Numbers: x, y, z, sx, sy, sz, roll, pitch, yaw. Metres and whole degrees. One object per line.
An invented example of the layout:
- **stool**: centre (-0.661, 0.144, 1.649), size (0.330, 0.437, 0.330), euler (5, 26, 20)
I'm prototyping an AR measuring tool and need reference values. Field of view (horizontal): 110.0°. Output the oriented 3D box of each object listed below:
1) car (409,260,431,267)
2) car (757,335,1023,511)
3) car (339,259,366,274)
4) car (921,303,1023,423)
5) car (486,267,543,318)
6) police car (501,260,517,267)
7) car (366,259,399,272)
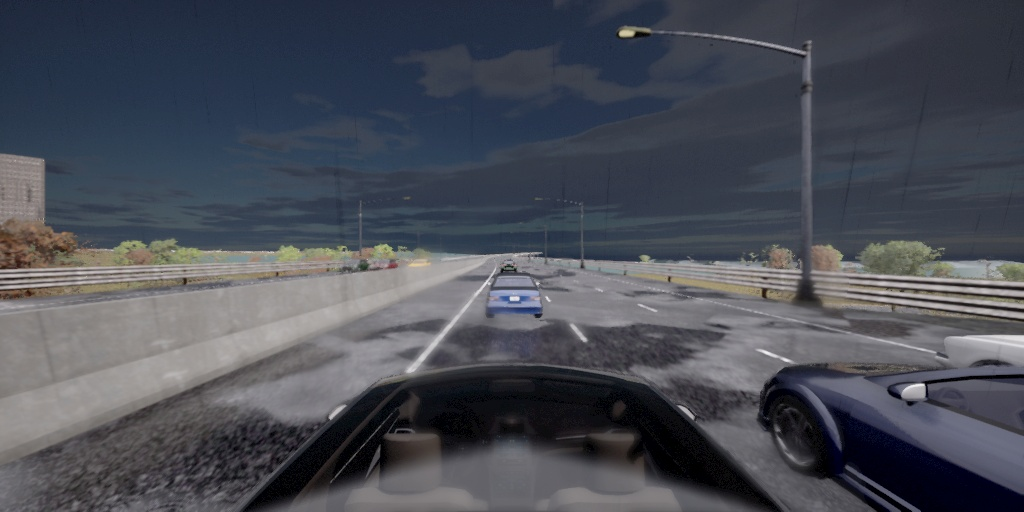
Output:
- **car**: centre (-11.086, 1.223, 43.469), size (1.882, 1.535, 5.008), euler (0, 0, -1)
- **car**: centre (3.592, 1.313, 2.078), size (1.994, 1.385, 4.181), euler (0, 0, 0)
- **car**: centre (-18.038, 1.100, 41.291), size (2.097, 1.767, 4.553), euler (0, 0, -1)
- **car**: centre (7.095, 1.349, 3.026), size (1.895, 1.301, 4.718), euler (0, 0, 0)
- **car**: centre (0.059, 1.297, 13.022), size (2.033, 1.411, 5.357), euler (0, 0, 0)
- **police car**: centre (-0.404, 1.246, 43.658), size (2.038, 1.542, 4.974), euler (0, 0, -1)
- **car**: centre (-14.531, 1.099, 40.980), size (2.097, 1.767, 4.553), euler (0, 0, -1)
